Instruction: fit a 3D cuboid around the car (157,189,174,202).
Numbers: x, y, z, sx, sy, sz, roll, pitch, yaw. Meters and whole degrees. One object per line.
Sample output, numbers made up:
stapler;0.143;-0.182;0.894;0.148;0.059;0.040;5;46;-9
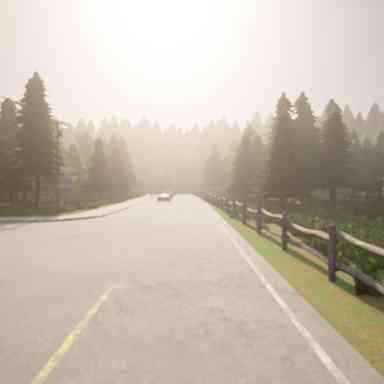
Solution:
car;-4.114;0.650;48.647;2.033;1.411;5.357;0;1;-2

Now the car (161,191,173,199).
car;-4.375;0.480;58.680;1.994;1.385;4.181;0;1;-2

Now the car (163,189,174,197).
car;-4.589;0.100;65.255;1.837;1.490;4.892;0;1;-2
